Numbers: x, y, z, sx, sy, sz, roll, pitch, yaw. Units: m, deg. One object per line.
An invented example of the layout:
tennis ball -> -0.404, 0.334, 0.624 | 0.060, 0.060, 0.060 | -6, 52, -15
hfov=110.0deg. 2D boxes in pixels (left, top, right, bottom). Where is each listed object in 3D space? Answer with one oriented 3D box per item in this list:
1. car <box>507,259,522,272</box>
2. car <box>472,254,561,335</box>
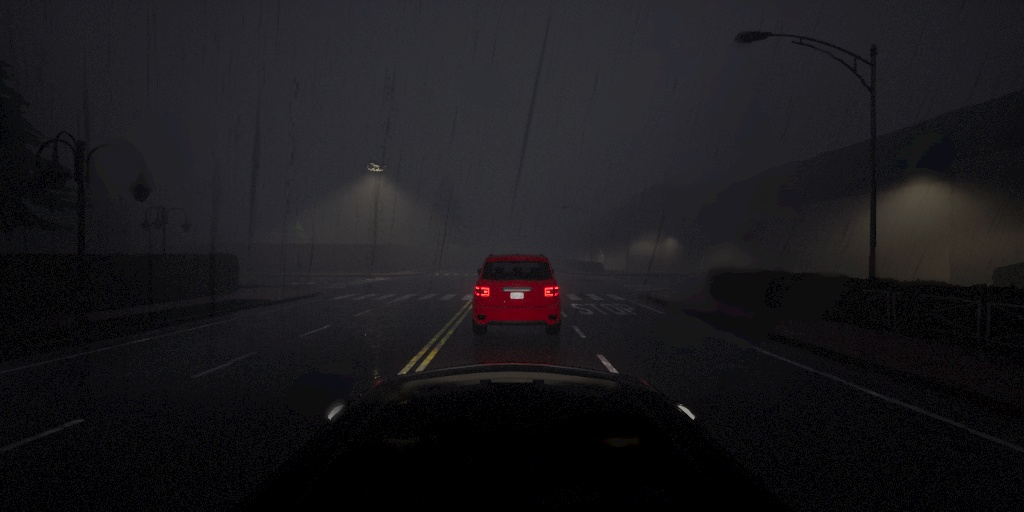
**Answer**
car -> 0.348, 1.228, 46.355 | 1.882, 1.535, 5.008 | 0, 0, 1
car -> 0.117, 0.971, 10.625 | 2.150, 2.045, 5.566 | 0, 0, 0
